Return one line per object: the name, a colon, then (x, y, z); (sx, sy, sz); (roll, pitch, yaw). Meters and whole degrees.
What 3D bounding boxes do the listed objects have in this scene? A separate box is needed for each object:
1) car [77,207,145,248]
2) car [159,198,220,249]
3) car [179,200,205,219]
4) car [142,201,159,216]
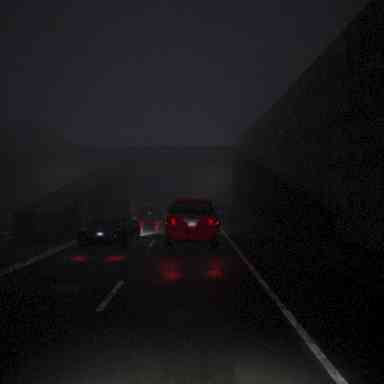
car: (-3.500, 1.569, 14.650); (1.994, 1.385, 4.181); (0, 0, 0)
car: (0.000, 1.255, 14.680); (2.150, 2.045, 5.566); (0, 0, 0)
car: (0.000, 1.493, 29.650); (2.128, 1.511, 4.902); (0, 0, 0)
car: (-3.500, 1.530, 29.650); (1.812, 1.442, 4.674); (0, 0, 0)
